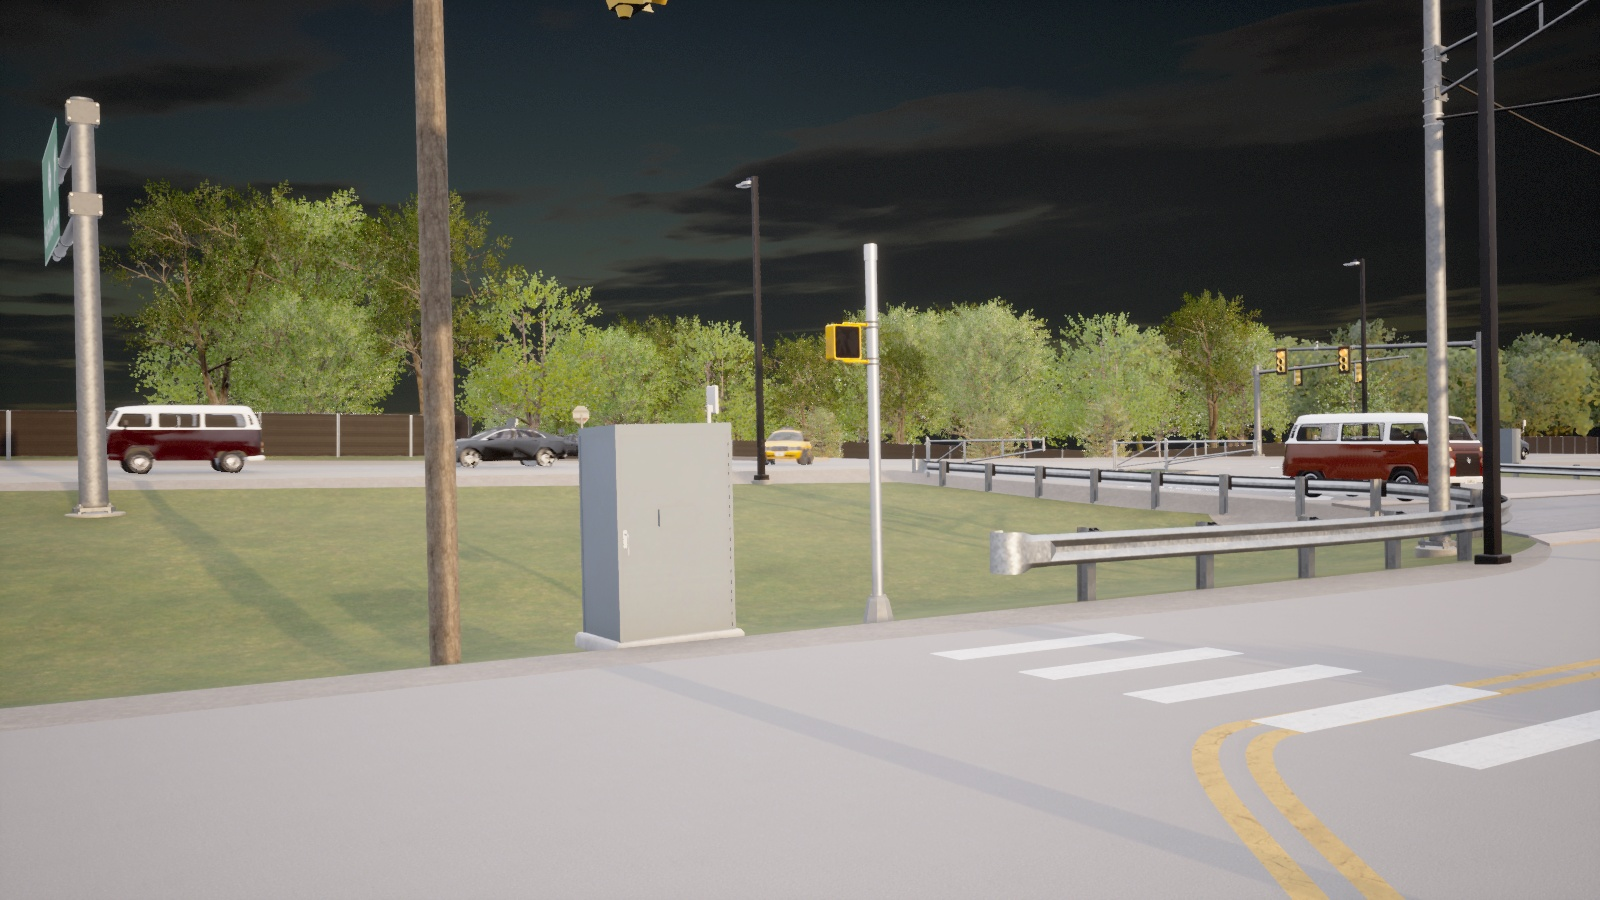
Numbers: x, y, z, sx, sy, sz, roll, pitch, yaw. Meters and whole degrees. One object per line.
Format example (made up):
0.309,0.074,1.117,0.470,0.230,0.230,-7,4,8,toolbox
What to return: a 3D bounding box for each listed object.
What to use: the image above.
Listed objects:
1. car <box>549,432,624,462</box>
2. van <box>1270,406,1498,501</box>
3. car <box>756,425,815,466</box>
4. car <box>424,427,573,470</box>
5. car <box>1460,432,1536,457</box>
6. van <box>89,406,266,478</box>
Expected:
-11.553,-0.154,67.723,2.128,1.511,4.902,-1,0,-34,car
13.655,0.076,29.631,2.069,2.038,4.480,0,0,-30,van
-0.528,-0.189,51.579,1.801,1.575,5.366,-1,0,6,car
-11.093,-0.081,46.368,4.902,1.511,2.128,-1,0,-34,car
43.577,-0.358,78.359,4.902,1.511,2.128,0,0,-34,car
-18.488,-0.241,37.340,4.480,2.038,2.069,0,0,-33,van
